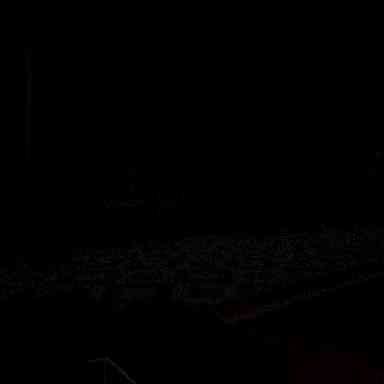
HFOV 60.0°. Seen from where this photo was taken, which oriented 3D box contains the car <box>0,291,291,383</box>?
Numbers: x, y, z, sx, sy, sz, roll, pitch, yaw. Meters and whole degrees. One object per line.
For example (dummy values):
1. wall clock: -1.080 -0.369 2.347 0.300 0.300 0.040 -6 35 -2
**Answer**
1. car: -1.534 1.602 2.281 4.718 1.301 1.895 0 0 -36
